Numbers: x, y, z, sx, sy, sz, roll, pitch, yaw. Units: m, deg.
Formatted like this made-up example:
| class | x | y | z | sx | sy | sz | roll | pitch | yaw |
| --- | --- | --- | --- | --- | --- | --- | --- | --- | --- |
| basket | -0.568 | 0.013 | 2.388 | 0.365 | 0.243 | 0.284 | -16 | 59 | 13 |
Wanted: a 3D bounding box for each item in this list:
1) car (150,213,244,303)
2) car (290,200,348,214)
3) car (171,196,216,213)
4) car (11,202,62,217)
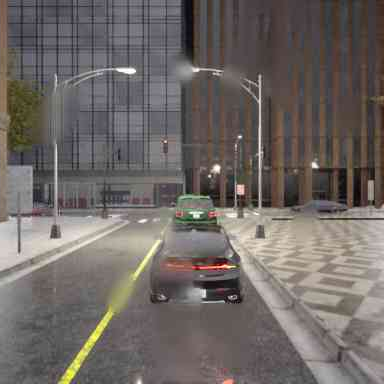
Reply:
| class | x | y | z | sx | sy | sz | roll | pitch | yaw |
| --- | --- | --- | --- | --- | --- | --- | --- | --- | --- |
| car | 0.086 | 1.503 | 8.159 | 1.837 | 1.490 | 4.892 | 0 | 0 | 0 |
| car | 12.748 | 1.486 | 33.526 | 5.357 | 1.411 | 2.033 | 0 | 0 | 0 |
| car | 0.048 | 1.218 | 18.151 | 2.150 | 2.045 | 5.566 | 0 | 0 | -3 |
| car | -14.104 | 1.617 | 30.343 | 4.181 | 1.385 | 1.994 | 0 | 0 | 0 |
